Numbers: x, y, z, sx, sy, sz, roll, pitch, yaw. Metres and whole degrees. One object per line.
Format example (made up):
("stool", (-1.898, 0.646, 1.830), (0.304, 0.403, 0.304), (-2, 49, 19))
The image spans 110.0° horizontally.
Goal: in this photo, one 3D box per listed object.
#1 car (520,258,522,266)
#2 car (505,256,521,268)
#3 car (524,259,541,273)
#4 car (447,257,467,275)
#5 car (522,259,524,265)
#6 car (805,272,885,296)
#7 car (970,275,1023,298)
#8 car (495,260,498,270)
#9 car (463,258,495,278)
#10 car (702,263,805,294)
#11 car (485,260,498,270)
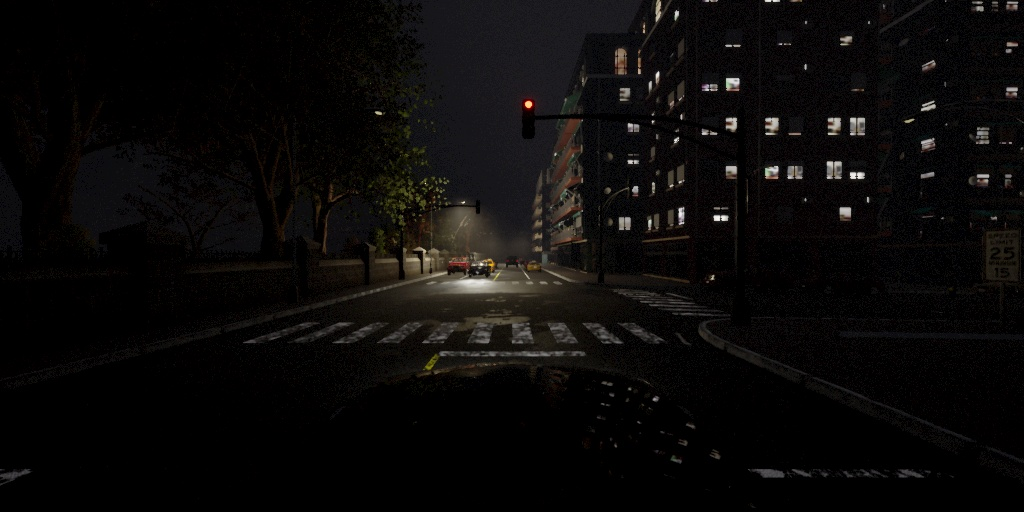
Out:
("car", (2.711, 1.316, 55.382), (2.007, 1.370, 4.403), (0, 0, 0))
("car", (0.025, 0.993, 63.707), (2.150, 2.045, 5.566), (0, 0, 0))
("car", (2.707, 1.283, 44.481), (1.751, 1.417, 4.829), (0, 0, 0))
("car", (-5.675, 1.069, 38.778), (2.192, 1.841, 5.009), (0, 0, 0))
("car", (2.709, 1.306, 49.846), (1.888, 1.381, 4.507), (0, 0, 0))
("car", (20.302, 1.671, 22.202), (4.507, 1.381, 1.888), (0, 0, 0))
("car", (31.523, 1.857, 22.233), (4.829, 1.417, 1.751), (0, 0, 0))
("car", (-3.074, 1.235, 44.219), (1.882, 1.535, 5.008), (0, 0, 0))
("car", (-3.074, 1.245, 34.718), (2.128, 1.511, 4.902), (0, 0, 0))
("car", (14.607, 1.338, 22.186), (5.009, 1.841, 2.192), (0, 0, 0))
("car", (-3.068, 1.290, 54.398), (1.812, 1.442, 4.674), (0, 0, 0))
